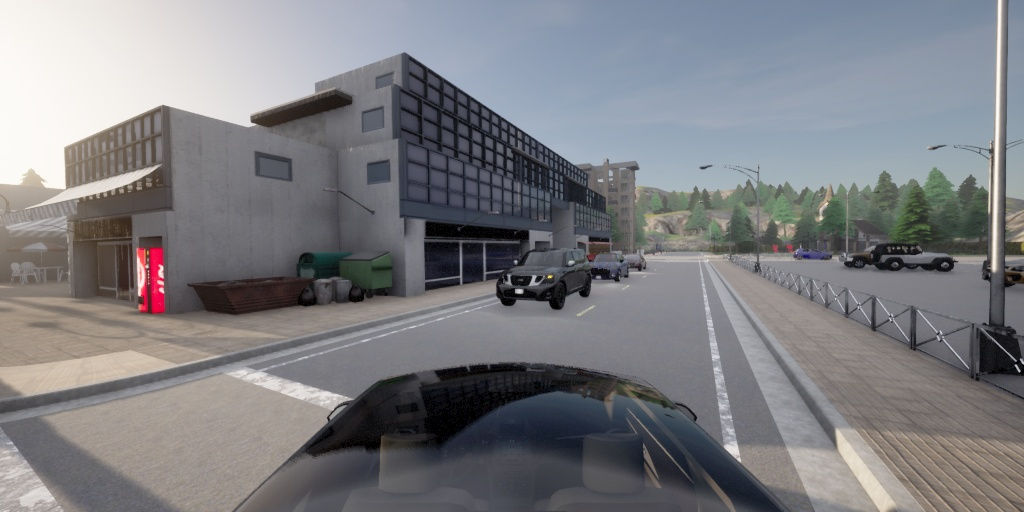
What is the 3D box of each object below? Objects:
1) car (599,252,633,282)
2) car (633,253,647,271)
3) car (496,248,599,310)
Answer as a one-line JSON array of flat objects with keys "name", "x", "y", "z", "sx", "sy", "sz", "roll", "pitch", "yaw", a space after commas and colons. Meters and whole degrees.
[{"name": "car", "x": 6.006, "y": 0.592, "z": 22.637, "sx": 2.097, "sy": 1.767, "sz": 4.553, "roll": 0, "pitch": 1, "yaw": 27}, {"name": "car", "x": 10.705, "y": 0.507, "z": 31.727, "sx": 1.812, "sy": 1.442, "sz": 4.674, "roll": 0, "pitch": 1, "yaw": 28}, {"name": "car", "x": 1.493, "y": 0.710, "z": 13.897, "sx": 2.150, "sy": 2.045, "sz": 5.566, "roll": 0, "pitch": 1, "yaw": 27}]
